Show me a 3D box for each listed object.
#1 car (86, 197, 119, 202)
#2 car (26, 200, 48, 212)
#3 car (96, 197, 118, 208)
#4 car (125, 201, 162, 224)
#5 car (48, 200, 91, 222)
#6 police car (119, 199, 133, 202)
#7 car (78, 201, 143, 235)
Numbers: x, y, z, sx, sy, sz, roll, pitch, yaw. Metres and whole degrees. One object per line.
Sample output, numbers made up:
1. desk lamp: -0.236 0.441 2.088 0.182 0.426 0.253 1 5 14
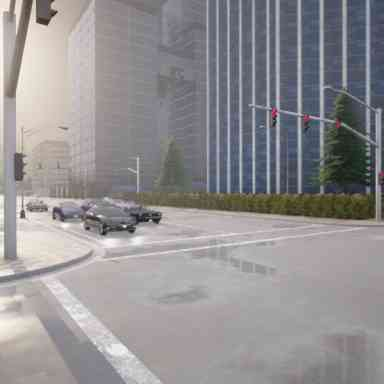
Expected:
1. car: -9.047 1.362 31.743 2.097 1.767 4.553 0 0 -34
2. car: -18.373 1.620 39.459 1.895 1.301 4.718 0 0 -34
3. car: -12.897 1.509 50.224 1.812 1.442 4.674 0 0 -33
4. car: -4.017 1.613 24.244 1.895 1.301 4.718 0 0 -34
5. car: -9.995 1.548 26.866 1.812 1.442 4.674 0 0 -34
6. police car: -7.271 1.508 35.522 2.038 1.542 4.974 0 0 -34
7. car: -4.845 1.530 19.203 1.837 1.490 4.892 0 0 -34
